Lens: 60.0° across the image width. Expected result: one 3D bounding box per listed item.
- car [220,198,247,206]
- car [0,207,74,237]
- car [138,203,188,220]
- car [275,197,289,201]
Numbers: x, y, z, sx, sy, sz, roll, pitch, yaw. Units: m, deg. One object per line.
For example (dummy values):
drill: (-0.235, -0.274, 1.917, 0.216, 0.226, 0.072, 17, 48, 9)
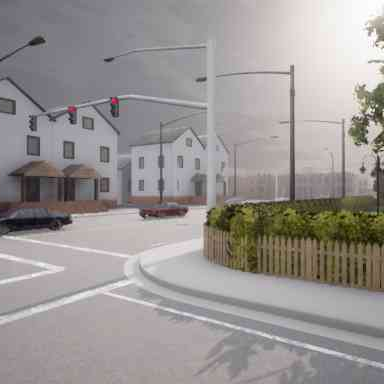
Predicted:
car: (4.940, 1.505, 39.070, 1.837, 1.490, 4.892, 0, 0, 35)
car: (-9.263, 1.549, 18.416, 2.033, 1.411, 5.357, 0, 0, 34)
car: (-2.378, 1.601, 28.472, 1.895, 1.301, 4.718, 0, 0, 35)
car: (14.114, 1.561, 52.214, 1.812, 1.442, 4.674, 0, 0, 35)
